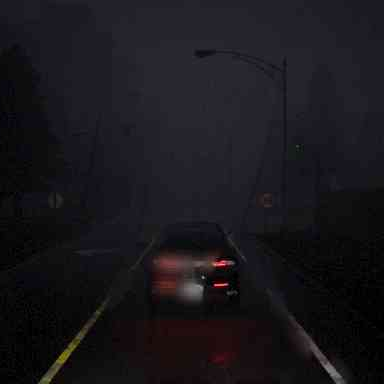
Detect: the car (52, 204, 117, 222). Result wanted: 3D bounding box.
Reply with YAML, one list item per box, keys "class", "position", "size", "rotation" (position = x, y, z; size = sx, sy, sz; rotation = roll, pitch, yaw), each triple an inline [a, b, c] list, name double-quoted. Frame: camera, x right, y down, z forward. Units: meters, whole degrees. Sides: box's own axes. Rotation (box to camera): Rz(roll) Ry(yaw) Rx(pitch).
- class: "car"
  position: [-8.287, 1.613, 26.037]
  size: [4.718, 1.301, 1.895]
  rotation: [0, 0, -6]

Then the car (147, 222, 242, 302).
- class: "car"
  position: [0.065, 1.492, 8.242]
  size: [2.128, 1.511, 4.902]
  rotation: [0, 0, 1]

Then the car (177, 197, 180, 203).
- class: "car"
  position: [-3.513, 1.478, 56.130]
  size: [1.882, 1.535, 5.008]
  rotation: [0, 0, 0]

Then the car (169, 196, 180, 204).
- class: "car"
  position: [-3.445, 1.564, 66.101]
  size: [1.994, 1.385, 4.181]
  rotation: [0, 0, 1]

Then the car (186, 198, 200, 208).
- class: "car"
  position: [0.137, 1.564, 48.983]
  size: [1.994, 1.385, 4.181]
  rotation: [0, 0, 0]

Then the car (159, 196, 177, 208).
- class: "car"
  position: [-3.524, 1.526, 46.841]
  size: [1.812, 1.442, 4.674]
  rotation: [0, 0, 0]
